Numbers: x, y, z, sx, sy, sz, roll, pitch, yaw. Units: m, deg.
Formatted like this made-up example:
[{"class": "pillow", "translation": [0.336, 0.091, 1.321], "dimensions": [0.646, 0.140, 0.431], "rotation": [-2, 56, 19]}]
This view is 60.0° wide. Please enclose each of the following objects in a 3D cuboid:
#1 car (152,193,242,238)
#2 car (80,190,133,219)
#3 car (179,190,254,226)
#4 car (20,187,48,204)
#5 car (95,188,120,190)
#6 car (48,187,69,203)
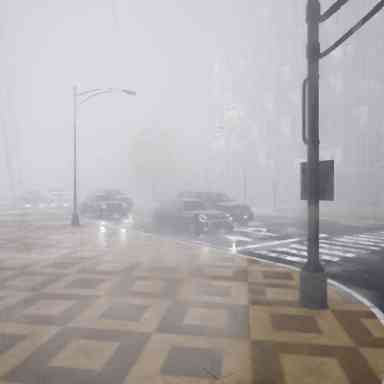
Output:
[{"class": "car", "translation": [-0.051, 1.124, 16.510], "dimensions": [2.097, 1.767, 4.553], "rotation": [0, 1, -38]}, {"class": "car", "translation": [-6.616, 0.931, 24.816], "dimensions": [2.097, 1.767, 4.553], "rotation": [0, 1, -38]}, {"class": "car", "translation": [1.141, 0.950, 20.205], "dimensions": [2.150, 2.045, 5.566], "rotation": [0, 1, -40]}, {"class": "car", "translation": [-20.381, 0.519, 42.429], "dimensions": [2.097, 1.767, 4.553], "rotation": [0, 1, -38]}, {"class": "car", "translation": [-7.629, 0.688, 31.356], "dimensions": [2.150, 2.045, 5.566], "rotation": [0, 1, -38]}, {"class": "car", "translation": [-18.734, 0.363, 45.617], "dimensions": [2.150, 2.045, 5.566], "rotation": [0, 1, -38]}]
